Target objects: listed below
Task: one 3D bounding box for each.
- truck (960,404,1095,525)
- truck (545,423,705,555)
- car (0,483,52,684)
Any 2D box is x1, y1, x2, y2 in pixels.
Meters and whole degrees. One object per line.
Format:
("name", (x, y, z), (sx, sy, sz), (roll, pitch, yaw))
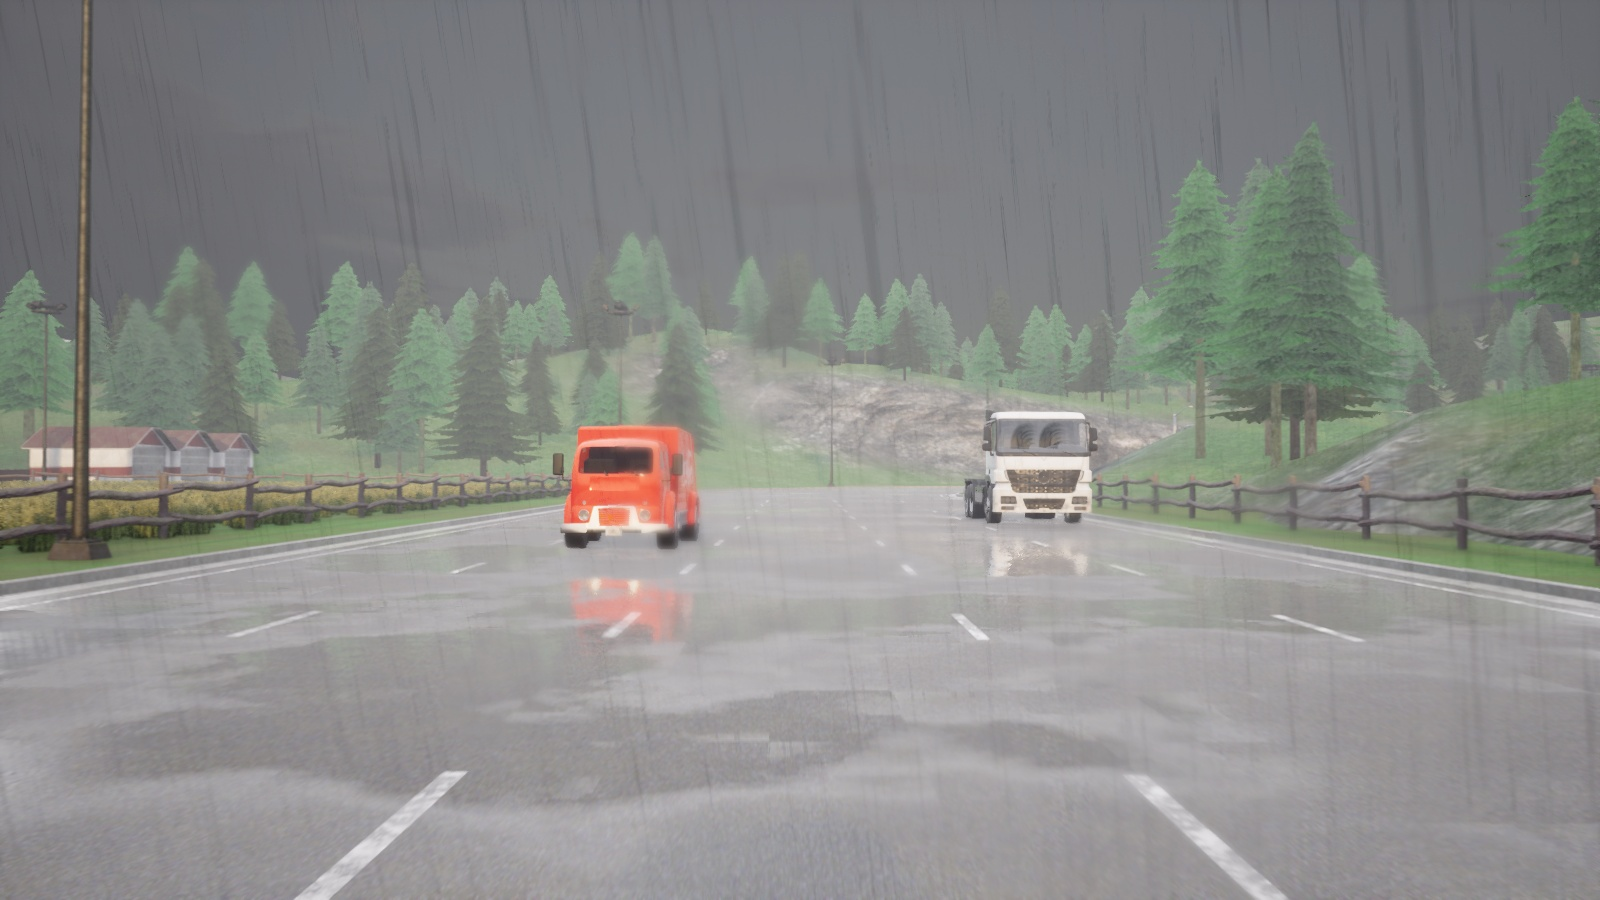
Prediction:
("truck", (7.037, 0.475, 40.051), (2.891, 3.462, 7.936), (0, -1, 0))
("truck", (-3.498, 0.782, 26.287), (2.627, 2.467, 5.204), (0, -1, 0))
("car", (-7.022, 0.970, 7.582), (2.163, 1.488, 4.792), (0, -1, 0))
